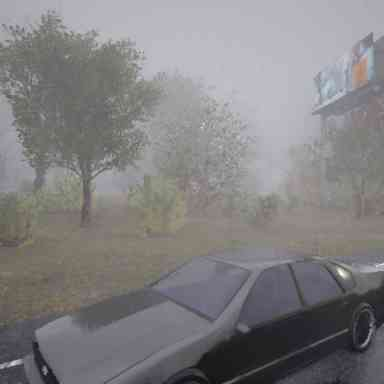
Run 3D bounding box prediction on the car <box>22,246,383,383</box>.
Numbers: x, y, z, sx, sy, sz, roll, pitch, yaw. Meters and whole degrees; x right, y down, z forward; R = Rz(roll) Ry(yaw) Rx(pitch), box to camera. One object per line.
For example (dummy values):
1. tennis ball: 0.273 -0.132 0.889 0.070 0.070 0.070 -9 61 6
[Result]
1. car: 0.769 1.529 4.523 5.357 1.411 2.033 0 0 -35
